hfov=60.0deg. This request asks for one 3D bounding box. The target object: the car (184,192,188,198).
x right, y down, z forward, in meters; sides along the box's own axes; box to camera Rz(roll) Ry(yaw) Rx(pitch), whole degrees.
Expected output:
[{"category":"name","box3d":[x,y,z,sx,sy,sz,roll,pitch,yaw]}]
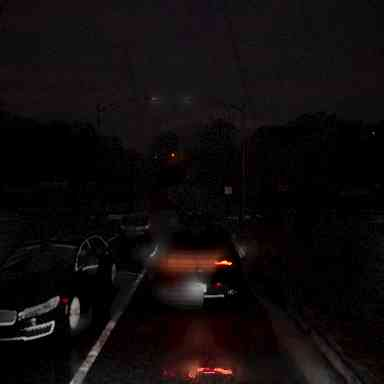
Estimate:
[{"category":"car","box3d":[-2.602,1.421,71.912,2.192,1.841,5.009,-1,0,0]}]

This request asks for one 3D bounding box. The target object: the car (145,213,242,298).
[{"category":"car","box3d":[0.110,1.515,8.494,1.837,1.490,4.892,0,0,0]}]

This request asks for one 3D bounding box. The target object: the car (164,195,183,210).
[{"category":"car","box3d":[-2.628,1.553,44.213,1.967,1.590,4.097,-2,0,0]}]

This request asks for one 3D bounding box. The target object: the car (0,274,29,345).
[{"category":"car","box3d":[-2.658,1.552,1.092,2.008,1.369,4.403,-2,0,0]}]

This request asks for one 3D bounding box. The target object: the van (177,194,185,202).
[{"category":"van","box3d":[-2.595,1.423,77.449,1.690,1.788,3.998,-1,0,0]}]

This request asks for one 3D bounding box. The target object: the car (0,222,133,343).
[{"category":"car","box3d":[-2.654,1.558,6.541,2.008,1.369,4.403,-2,0,0]}]

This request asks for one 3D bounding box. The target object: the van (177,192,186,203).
[{"category":"van","box3d":[-2.606,1.464,66.369,1.690,1.788,3.998,-1,0,0]}]

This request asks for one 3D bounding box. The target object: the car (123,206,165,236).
[{"category":"car","box3d":[-2.644,1.609,17.435,1.802,1.307,4.206,-2,0,0]}]

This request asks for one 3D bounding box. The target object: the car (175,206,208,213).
[{"category":"car","box3d":[0.145,1.631,18.625,1.895,1.301,4.718,0,0,1]}]

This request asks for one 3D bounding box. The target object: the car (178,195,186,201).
[{"category":"car","box3d":[-2.579,1.568,88.533,2.008,1.369,4.403,-1,0,0]}]
